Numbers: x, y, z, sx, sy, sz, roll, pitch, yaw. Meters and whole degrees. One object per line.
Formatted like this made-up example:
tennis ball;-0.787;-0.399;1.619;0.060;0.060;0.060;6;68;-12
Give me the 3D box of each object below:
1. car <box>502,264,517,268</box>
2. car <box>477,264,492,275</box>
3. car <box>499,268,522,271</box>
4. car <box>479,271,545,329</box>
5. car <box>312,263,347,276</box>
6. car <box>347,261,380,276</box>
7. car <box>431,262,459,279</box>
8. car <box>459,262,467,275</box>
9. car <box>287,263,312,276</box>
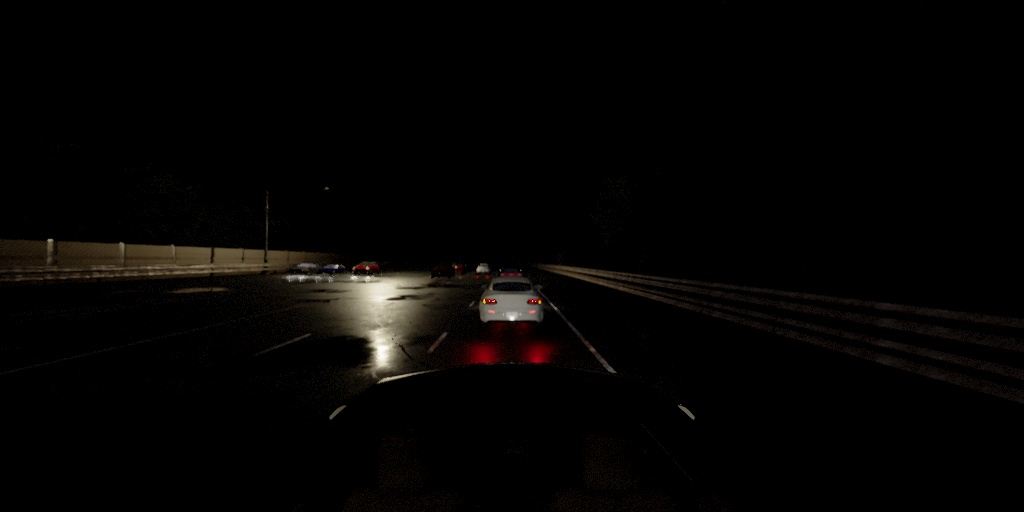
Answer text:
car;-0.100;1.583;29.416;1.994;1.385;4.181;0;-1;0
car;-3.812;1.773;48.997;1.812;1.442;4.674;0;-1;-1
car;-0.027;1.494;18.833;1.895;1.301;4.718;0;-1;0
car;-0.007;1.344;11.350;1.812;1.442;4.674;0;-1;0
car;-21.278;1.656;42.553;1.895;1.301;4.718;0;-1;-2
car;-17.812;1.446;43.921;2.097;1.767;4.553;0;-1;-2
car;-7.096;1.553;37.363;1.882;1.535;5.008;0;-1;-1
car;-7.306;1.572;48.547;2.097;1.767;4.553;0;-1;-1
car;-24.777;1.567;43.438;2.033;1.411;5.357;3;-2;-2
